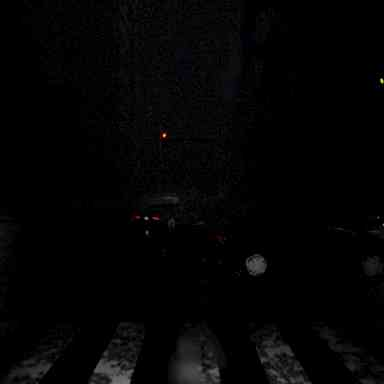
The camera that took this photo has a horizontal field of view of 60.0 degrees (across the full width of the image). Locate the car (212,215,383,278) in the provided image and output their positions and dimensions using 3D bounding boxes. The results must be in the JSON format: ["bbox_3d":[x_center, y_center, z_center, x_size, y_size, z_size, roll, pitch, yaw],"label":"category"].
[{"bbox_3d":[3.099,1.480,9.590,5.008,1.535,1.882,1,0,0],"label":"car"}]

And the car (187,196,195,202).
[{"bbox_3d":[-0.209,1.543,72.988,1.895,1.301,4.718,0,0,0],"label":"car"}]

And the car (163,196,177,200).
[{"bbox_3d":[-3.243,1.569,41.524,1.895,1.301,4.718,0,0,0],"label":"car"}]

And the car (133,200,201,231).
[{"bbox_3d":[-1.354,1.459,20.238,2.033,1.411,5.357,0,1,27],"label":"car"}]

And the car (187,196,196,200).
[{"bbox_3d":[-0.093,1.445,62.540,2.128,1.511,4.902,0,0,0],"label":"car"}]

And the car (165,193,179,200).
[{"bbox_3d":[-3.262,1.182,52.114,2.150,2.045,5.566,0,0,0],"label":"car"}]

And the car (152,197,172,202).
[{"bbox_3d":[-3.206,1.501,31.564,1.812,1.442,4.674,0,0,-1],"label":"car"}]
